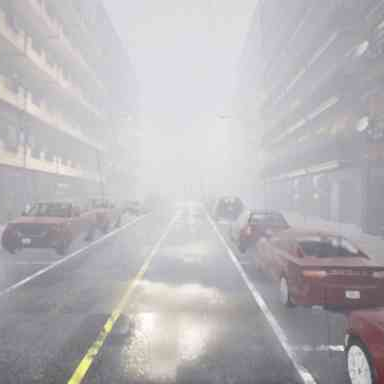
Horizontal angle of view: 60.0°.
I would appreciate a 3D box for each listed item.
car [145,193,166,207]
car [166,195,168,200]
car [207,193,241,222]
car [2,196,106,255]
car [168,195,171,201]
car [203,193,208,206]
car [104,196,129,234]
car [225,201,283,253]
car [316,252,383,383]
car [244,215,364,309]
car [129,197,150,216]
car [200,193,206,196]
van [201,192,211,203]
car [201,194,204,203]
[{"bbox_3d":[-5.295,1.050,46.342,2.192,1.841,5.009,1,0,0],"label":"car"},{"bbox_3d":[-5.301,1.256,51.874,1.887,1.381,4.507,1,0,0],"label":"car"},{"bbox_3d":[2.553,1.162,24.162,2.192,1.841,5.009,1,0,0],"label":"car"},{"bbox_3d":[-5.292,1.229,13.160,2.192,1.841,5.009,1,0,0],"label":"car"},{"bbox_3d":[-5.304,1.236,68.468,1.802,1.307,4.206,1,0,0],"label":"car"},{"bbox_3d":[2.549,1.227,35.226,1.967,1.590,4.097,1,0,0],"label":"car"},{"bbox_3d":[-5.293,1.195,18.690,2.192,1.841,5.009,1,0,0],"label":"car"},{"bbox_3d":[2.592,1.354,13.101,1.967,1.590,4.097,1,0,0],"label":"car"},{"bbox_3d":[2.583,1.530,2.040,1.887,1.381,4.507,1,0,0],"label":"car"},{"bbox_3d":[2.583,1.494,7.570,1.887,1.381,4.507,1,0,0],"label":"car"},{"bbox_3d":[-5.300,1.382,29.754,1.947,1.339,4.313,1,0,0],"label":"car"},{"bbox_3d":[2.550,1.005,57.350,2.192,1.841,5.009,1,0,0],"label":"car"},{"bbox_3d":[2.548,1.012,62.882,1.690,1.788,3.998,1,0,0],"label":"van"},{"bbox_3d":[2.545,1.316,46.289,1.802,1.307,4.206,1,0,0],"label":"car"}]
